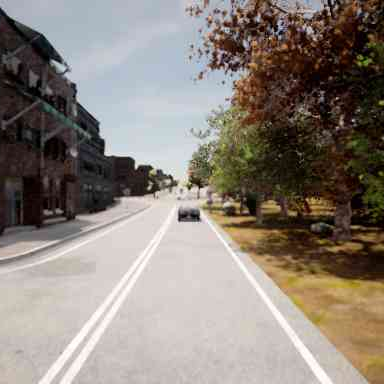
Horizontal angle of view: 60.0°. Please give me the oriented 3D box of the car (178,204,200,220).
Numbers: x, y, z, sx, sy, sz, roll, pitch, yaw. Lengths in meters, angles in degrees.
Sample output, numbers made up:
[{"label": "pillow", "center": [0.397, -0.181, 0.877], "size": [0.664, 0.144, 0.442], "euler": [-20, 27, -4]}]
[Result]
[{"label": "car", "center": [-0.301, 1.739, 29.657], "size": [1.895, 1.301, 4.718], "euler": [0, 0, -2]}]
